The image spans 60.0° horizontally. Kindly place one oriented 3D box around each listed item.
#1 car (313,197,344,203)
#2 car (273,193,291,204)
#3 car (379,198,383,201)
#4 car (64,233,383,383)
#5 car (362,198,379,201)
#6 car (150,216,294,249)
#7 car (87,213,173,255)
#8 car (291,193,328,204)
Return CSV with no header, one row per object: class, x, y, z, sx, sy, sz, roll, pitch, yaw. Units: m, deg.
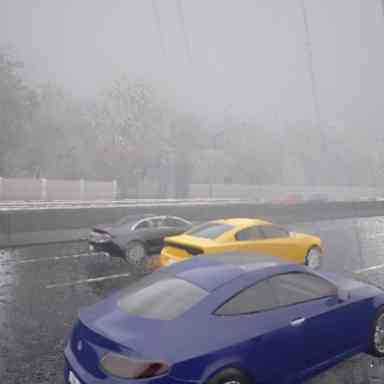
car,18.162,1.599,42.686,4.718,1.301,1.895,0,0,-35
car,14.263,1.222,48.482,5.566,2.045,2.150,0,0,-35
car,15.939,1.211,23.693,5.566,2.045,2.150,0,0,-35
car,0.825,1.524,4.332,4.674,1.442,1.812,0,0,-35
car,22.253,1.493,41.291,4.902,1.511,2.128,0,0,-35
car,1.576,1.475,9.162,5.008,1.535,1.882,0,0,-35
car,-1.087,1.490,11.563,4.902,1.511,2.128,0,0,-35
car,16.758,1.223,45.961,5.566,2.045,2.150,0,0,-35
